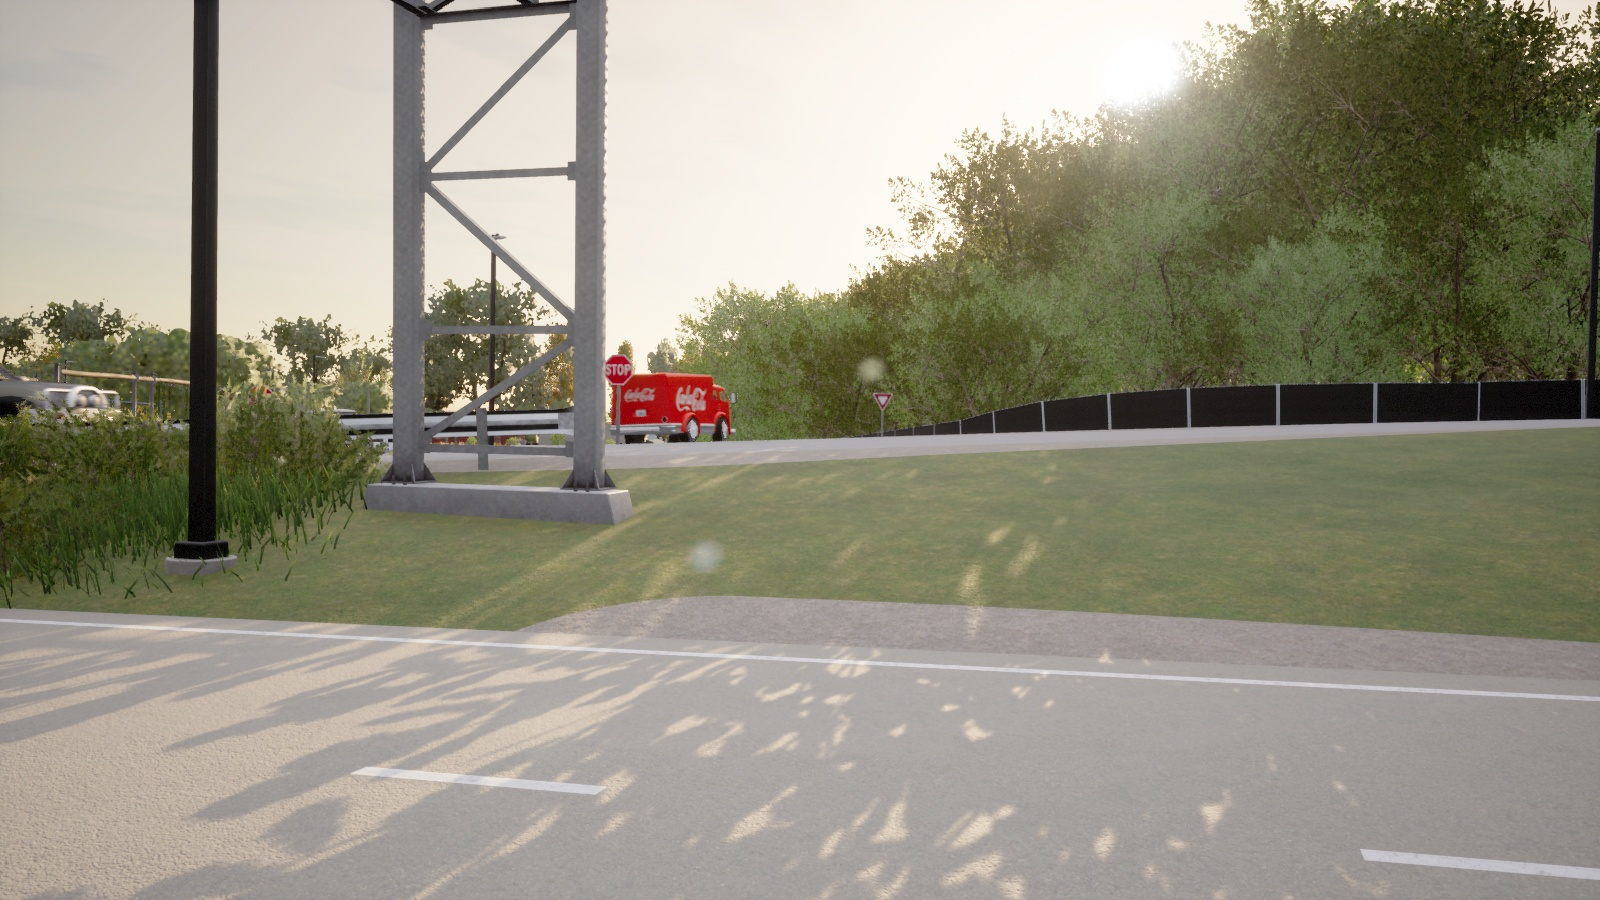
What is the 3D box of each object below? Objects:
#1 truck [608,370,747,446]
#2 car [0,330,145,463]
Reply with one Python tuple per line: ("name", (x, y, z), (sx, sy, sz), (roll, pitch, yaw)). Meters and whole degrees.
("truck", (-4.219, -1.420, 44.367), (2.627, 2.467, 5.204), (-1, 0, 23))
("car", (-12.543, -0.742, 18.611), (4.605, 1.855, 1.932), (-1, 1, 0))
